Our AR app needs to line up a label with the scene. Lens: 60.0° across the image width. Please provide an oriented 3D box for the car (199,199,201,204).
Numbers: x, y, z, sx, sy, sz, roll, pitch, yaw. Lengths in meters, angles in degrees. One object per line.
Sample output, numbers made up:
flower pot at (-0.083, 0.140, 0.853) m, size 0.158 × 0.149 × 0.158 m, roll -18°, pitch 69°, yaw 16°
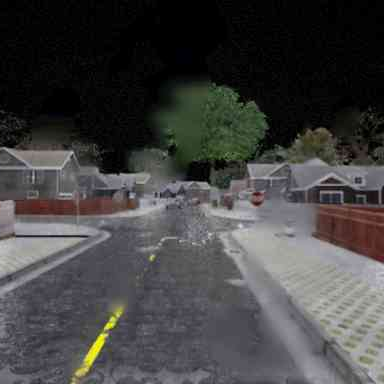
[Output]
car at (0.891, 2.112, 78.317) m, size 1.882 × 1.535 × 5.008 m, roll 0°, pitch -1°, yaw 13°

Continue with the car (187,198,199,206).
car at (-0.010, 2.094, 67.719) m, size 2.033 × 1.411 × 5.357 m, roll 0°, pitch -1°, yaw 1°

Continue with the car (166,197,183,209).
car at (-2.832, 1.689, 50.667) m, size 2.097 × 1.767 × 4.553 m, roll 0°, pitch -1°, yaw 0°
